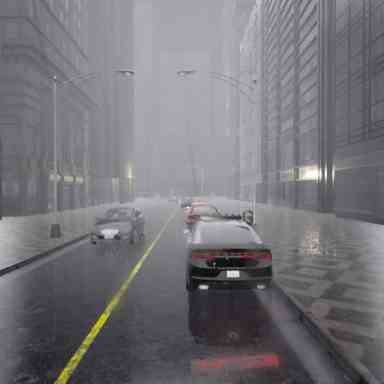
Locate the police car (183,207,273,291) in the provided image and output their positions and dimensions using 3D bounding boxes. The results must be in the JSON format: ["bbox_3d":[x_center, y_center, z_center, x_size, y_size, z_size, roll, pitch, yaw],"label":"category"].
[{"bbox_3d":[0.787,1.424,9.188,1.930,1.638,5.238,0,0,-1],"label":"police car"}]

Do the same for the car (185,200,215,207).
[{"bbox_3d":[0.666,1.476,19.077,1.882,1.535,5.008,0,0,-1],"label":"car"}]

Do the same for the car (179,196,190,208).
[{"bbox_3d":[-0.557,1.598,46.676,1.895,1.301,4.718,0,0,0],"label":"car"}]

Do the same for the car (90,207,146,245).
[{"bbox_3d":[-3.292,1.490,15.550,2.128,1.511,4.902,0,0,-1],"label":"car"}]

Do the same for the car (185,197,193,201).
[{"bbox_3d":[0.591,1.453,25.267,1.801,1.575,5.366,0,0,-1],"label":"car"}]

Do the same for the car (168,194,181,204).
[{"bbox_3d":[-3.804,1.545,66.061,2.033,1.411,5.357,0,0,-1],"label":"car"}]
